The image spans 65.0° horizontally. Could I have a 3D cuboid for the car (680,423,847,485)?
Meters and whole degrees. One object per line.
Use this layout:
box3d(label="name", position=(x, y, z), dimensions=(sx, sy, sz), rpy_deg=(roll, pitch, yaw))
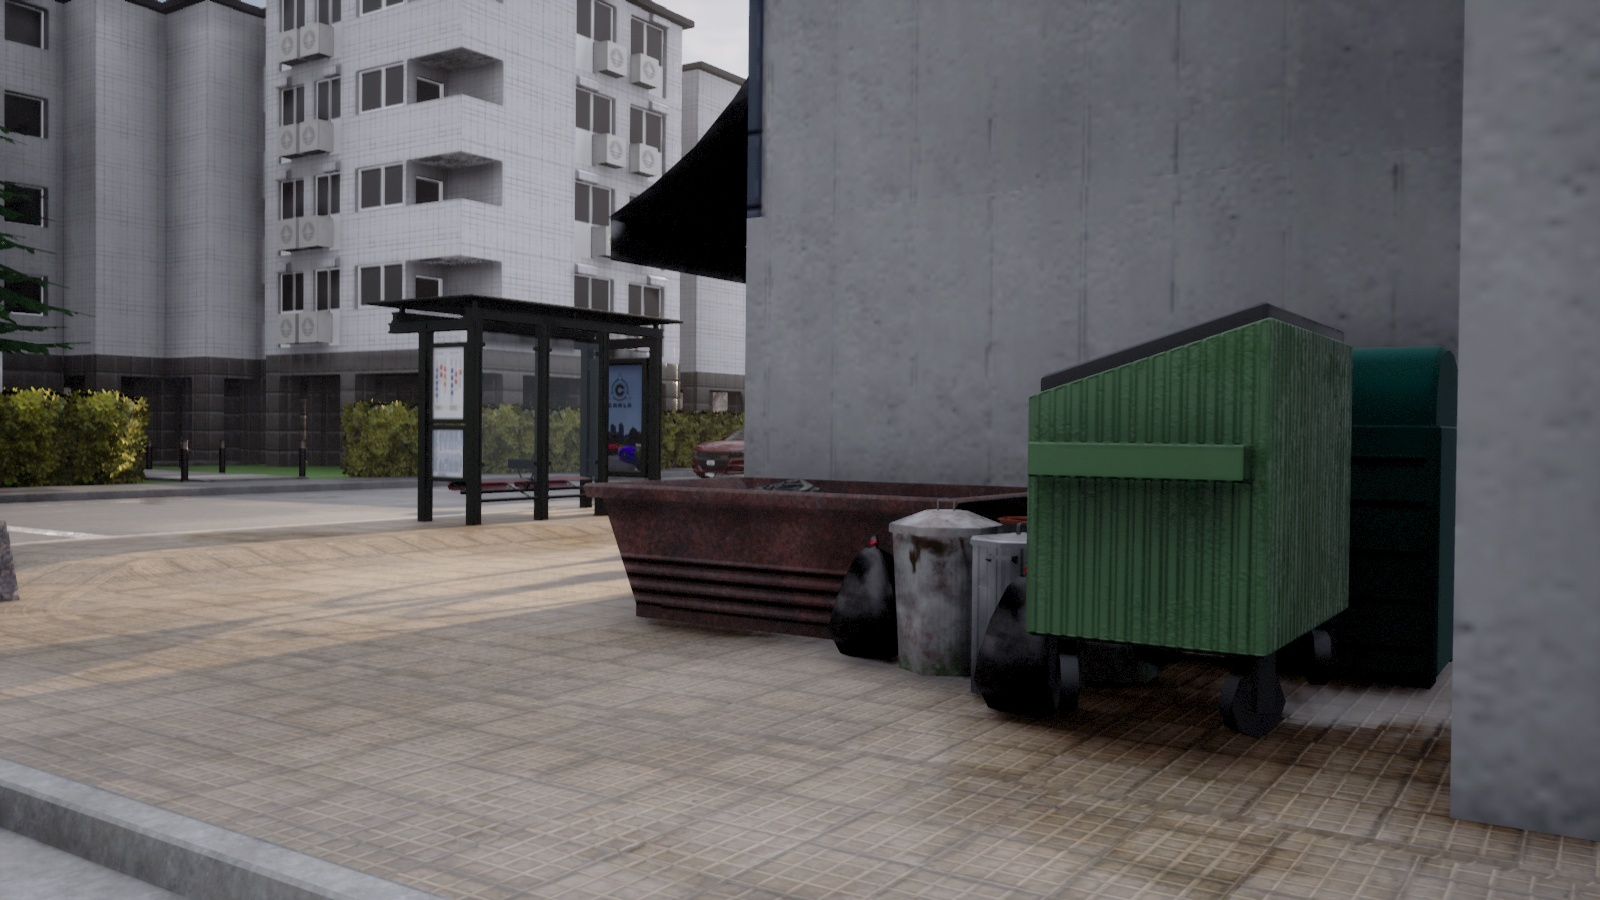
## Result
box3d(label="car", position=(-0.859, 0.053, 33.335), dimensions=(1.882, 1.535, 5.008), rpy_deg=(0, 1, 34))
